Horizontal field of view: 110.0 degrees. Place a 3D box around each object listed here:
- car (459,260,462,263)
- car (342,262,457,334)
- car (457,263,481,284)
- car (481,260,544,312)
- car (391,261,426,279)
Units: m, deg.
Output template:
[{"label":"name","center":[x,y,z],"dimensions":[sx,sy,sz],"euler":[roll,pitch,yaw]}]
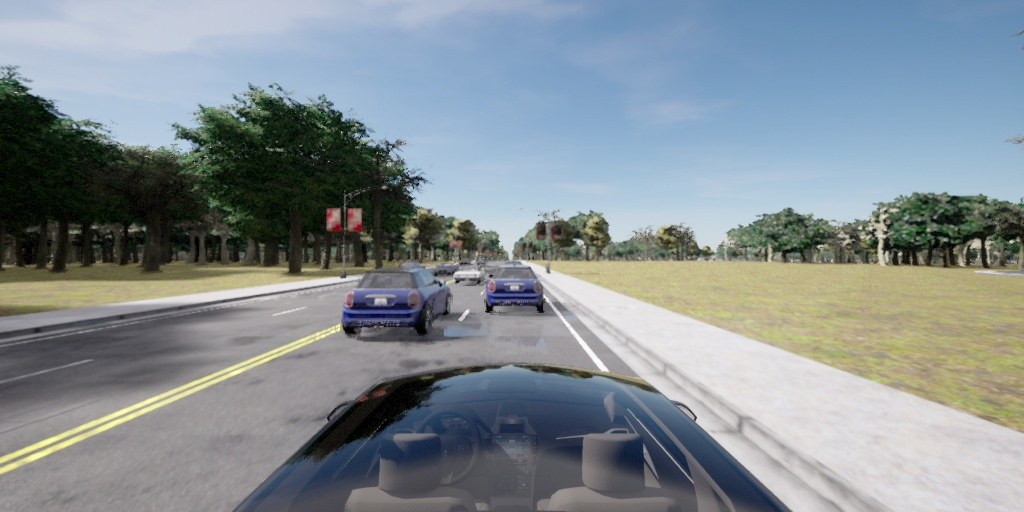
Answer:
[{"label":"car","center":[-6.591,1.375,35.981],"dimensions":[1.994,1.385,4.181],"euler":[0,0,0]},{"label":"car","center":[-3.164,1.119,10.777],"dimensions":[2.097,1.767,4.553],"euler":[0,0,0]},{"label":"car","center":[-3.155,1.398,27.528],"dimensions":[1.895,1.301,4.718],"euler":[0,0,0]},{"label":"car","center":[0.094,1.126,14.473],"dimensions":[2.097,1.767,4.553],"euler":[0,0,0]},{"label":"car","center":[-9.843,1.286,34.384],"dimensions":[1.882,1.535,5.008],"euler":[0,0,0]}]
